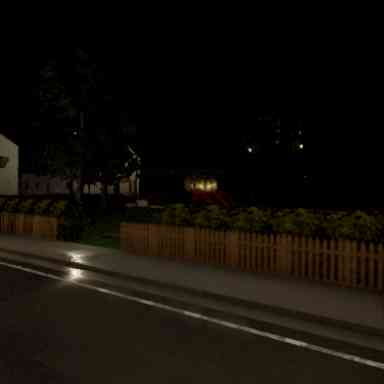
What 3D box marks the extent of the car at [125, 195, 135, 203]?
[{"bbox_3d":[-11.896,1.242,57.201,2.128,1.511,4.902,0,0,35],"label":"car"}]
